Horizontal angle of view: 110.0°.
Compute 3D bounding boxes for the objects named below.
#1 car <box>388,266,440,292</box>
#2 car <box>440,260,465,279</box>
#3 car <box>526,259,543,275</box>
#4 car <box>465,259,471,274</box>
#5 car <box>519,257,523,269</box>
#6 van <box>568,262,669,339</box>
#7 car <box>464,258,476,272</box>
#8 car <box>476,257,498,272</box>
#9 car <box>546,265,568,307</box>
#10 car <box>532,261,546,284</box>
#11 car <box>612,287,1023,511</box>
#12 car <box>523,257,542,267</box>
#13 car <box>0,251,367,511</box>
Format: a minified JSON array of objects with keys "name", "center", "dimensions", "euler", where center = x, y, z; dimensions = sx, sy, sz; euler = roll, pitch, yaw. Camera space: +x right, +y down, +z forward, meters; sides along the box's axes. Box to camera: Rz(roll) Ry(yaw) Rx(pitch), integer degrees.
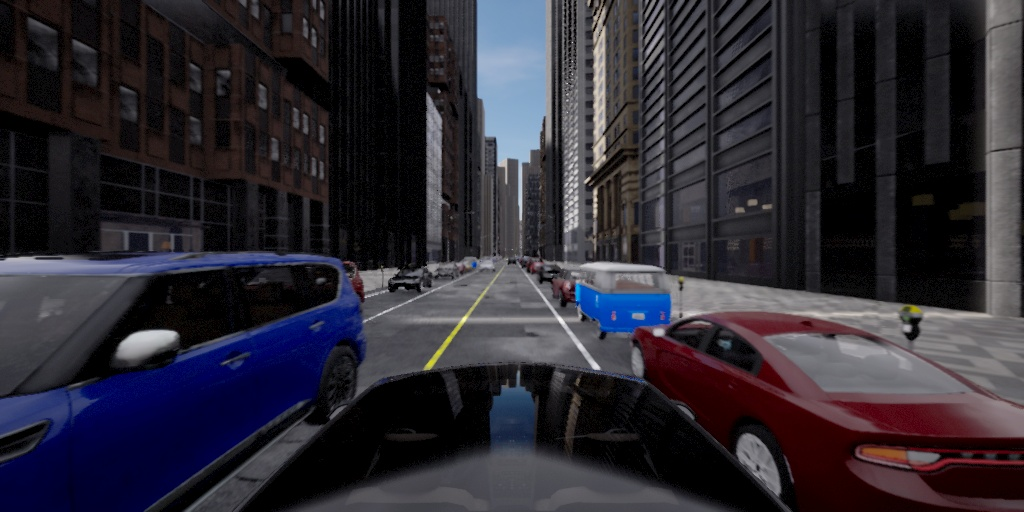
[{"name":"car","center":[-5.756,1.298,20.925],"dimensions":[1.948,1.339,4.313],"euler":[0,0,0]},{"name":"car","center":[-5.752,1.275,32.144],"dimensions":[2.007,1.370,4.403],"euler":[0,0,0]},{"name":"car","center":[2.775,1.303,37.763],"dimensions":[1.802,1.307,4.207],"euler":[0,0,0]},{"name":"car","center":[-5.750,1.304,37.753],"dimensions":[1.802,1.307,4.207],"euler":[0,0,0]},{"name":"car","center":[2.373,1.219,55.152],"dimensions":[1.837,1.490,4.892],"euler":[0,0,0]},{"name":"van","center":[2.765,1.082,9.718],"dimensions":[1.690,1.789,3.998],"euler":[0,0,0]},{"name":"car","center":[-5.748,1.245,43.193],"dimensions":[1.751,1.417,4.829],"euler":[0,0,0]},{"name":"car","center":[-3.069,1.245,44.294],"dimensions":[1.812,1.442,4.674],"euler":[0,0,0]},{"name":"car","center":[2.767,1.176,15.327],"dimensions":[1.967,1.591,4.097],"euler":[0,0,0]},{"name":"car","center":[2.771,1.293,26.545],"dimensions":[1.948,1.339,4.313],"euler":[0,0,0]},{"name":"car","center":[2.763,1.292,4.109],"dimensions":[1.888,1.381,4.507],"euler":[0,0,0]},{"name":"car","center":[2.777,1.034,43.372],"dimensions":[2.192,1.841,5.009],"euler":[0,0,0]},{"name":"car","center":[-3.100,0.970,2.787],"dimensions":[2.150,2.045,5.566],"euler":[0,0,0]}]
